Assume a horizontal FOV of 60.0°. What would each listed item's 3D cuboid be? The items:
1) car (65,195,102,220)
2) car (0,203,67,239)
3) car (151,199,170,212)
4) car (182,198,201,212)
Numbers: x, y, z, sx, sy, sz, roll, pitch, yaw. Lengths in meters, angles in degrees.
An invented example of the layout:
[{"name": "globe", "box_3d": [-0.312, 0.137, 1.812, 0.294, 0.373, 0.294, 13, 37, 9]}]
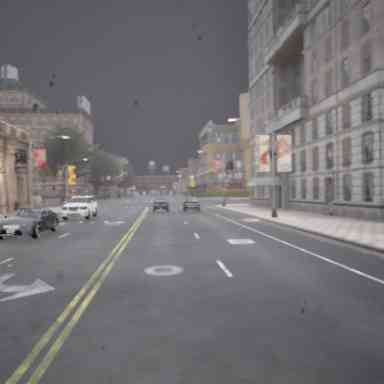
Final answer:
[{"name": "car", "box_3d": [-9.878, 1.338, 29.686, 2.150, 2.045, 5.566, -1, 0, -6]}, {"name": "car", "box_3d": [-8.765, 1.599, 18.152, 2.128, 1.511, 4.902, -1, 0, -5]}, {"name": "car", "box_3d": [-3.626, 1.533, 38.741, 1.837, 1.490, 4.892, -1, 0, -5]}, {"name": "car", "box_3d": [-0.130, 1.474, 38.951, 2.128, 1.511, 4.902, -1, 0, -6]}]
